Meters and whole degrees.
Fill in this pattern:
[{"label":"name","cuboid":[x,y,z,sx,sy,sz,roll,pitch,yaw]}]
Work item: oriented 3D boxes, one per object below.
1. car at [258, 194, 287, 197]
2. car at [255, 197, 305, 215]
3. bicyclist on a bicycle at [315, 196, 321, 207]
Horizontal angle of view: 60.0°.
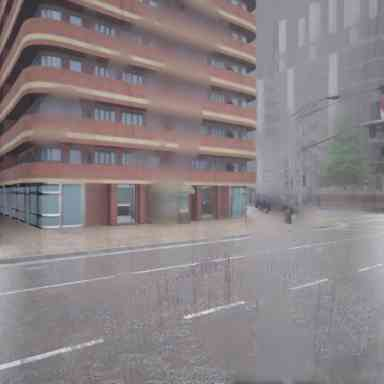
[{"label":"car","cuboid":[9.680,1.238,37.730,2.150,2.045,5.566,0,0,-36]},{"label":"car","cuboid":[8.854,1.506,32.932,2.128,1.511,4.902,0,0,-36]},{"label":"bicyclist on a bicycle","cuboid":[17.791,1.323,46.929,1.656,1.620,0.582,0,0,-36]}]
